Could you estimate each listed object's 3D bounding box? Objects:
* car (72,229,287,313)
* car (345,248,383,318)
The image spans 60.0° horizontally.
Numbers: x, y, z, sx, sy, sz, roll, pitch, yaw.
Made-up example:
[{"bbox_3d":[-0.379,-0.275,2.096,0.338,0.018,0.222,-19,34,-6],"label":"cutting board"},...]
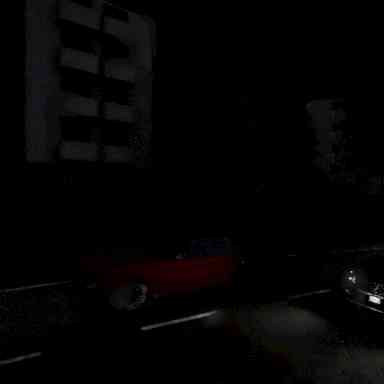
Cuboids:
[{"bbox_3d":[-0.196,1.561,7.597,4.718,1.301,1.895,0,0,-29],"label":"car"},{"bbox_3d":[5.151,1.496,6.322,4.892,1.490,1.837,0,0,-24],"label":"car"}]
